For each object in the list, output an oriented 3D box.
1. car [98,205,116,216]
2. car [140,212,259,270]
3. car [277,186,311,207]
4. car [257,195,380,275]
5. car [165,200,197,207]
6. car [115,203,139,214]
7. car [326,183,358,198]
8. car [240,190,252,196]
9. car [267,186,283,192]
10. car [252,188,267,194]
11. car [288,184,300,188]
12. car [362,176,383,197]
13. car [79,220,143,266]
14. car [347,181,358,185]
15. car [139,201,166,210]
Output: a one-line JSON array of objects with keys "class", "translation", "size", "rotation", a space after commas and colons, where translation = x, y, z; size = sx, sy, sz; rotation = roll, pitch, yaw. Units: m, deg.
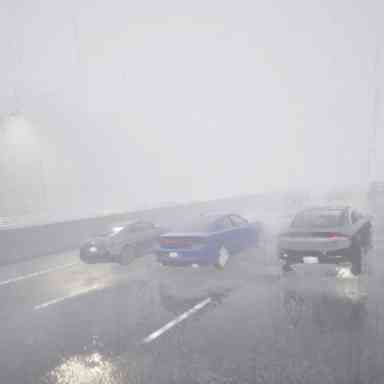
[{"class": "car", "translation": [-9.295, 2.369, 40.810], "size": [1.882, 1.535, 5.008], "rotation": [-5, 0, 33]}, {"class": "car", "translation": [0.816, 1.405, 10.984], "size": [1.882, 1.535, 5.008], "rotation": [-5, 0, 32]}, {"class": "car", "translation": [10.220, 0.569, 32.382], "size": [1.837, 1.490, 4.892], "rotation": [-5, 0, 32]}, {"class": "car", "translation": [3.833, 1.136, 9.225], "size": [2.128, 1.511, 4.902], "rotation": [-5, 0, 32]}, {"class": "car", "translation": [-0.457, 1.627, 35.205], "size": [1.994, 1.385, 4.181], "rotation": [-5, 0, 33]}, {"class": "car", "translation": [-6.235, 2.111, 39.119], "size": [1.837, 1.490, 4.892], "rotation": [-5, -1, 33]}, {"class": "car", "translation": [14.441, 0.215, 32.524], "size": [2.033, 1.411, 5.357], "rotation": [-5, 0, 32]}, {"class": "car", "translation": [12.350, 0.267, 74.940], "size": [1.837, 1.490, 4.892], "rotation": [-5, 0, 32]}, {"class": "car", "translation": [18.548, -0.459, 71.706], "size": [1.882, 1.535, 5.008], "rotation": [-5, 0, 32]}, {"class": "car", "translation": [15.609, -0.161, 73.582], "size": [1.837, 1.490, 4.892], "rotation": [-5, 0, 32]}, {"class": "car", "translation": [21.494, -0.859, 69.855], "size": [2.097, 1.767, 4.553], "rotation": [-5, 0, 32]}, {"class": "car", "translation": [17.392, -0.258, 30.687], "size": [2.097, 1.767, 4.553], "rotation": [-5, 0, 32]}, {"class": "car", "translation": [-2.203, 1.775, 12.723], "size": [1.994, 1.385, 4.181], "rotation": [-5, 0, 32]}, {"class": "car", "translation": [32.635, -1.531, 67.833], "size": [1.882, 1.535, 5.008], "rotation": [-5, 0, 32]}, {"class": "car", "translation": [-3.310, 1.837, 37.221], "size": [1.837, 1.490, 4.892], "rotation": [-5, -1, 33]}]
